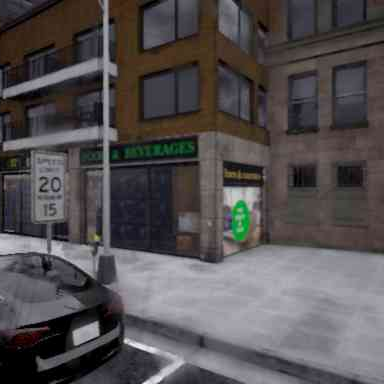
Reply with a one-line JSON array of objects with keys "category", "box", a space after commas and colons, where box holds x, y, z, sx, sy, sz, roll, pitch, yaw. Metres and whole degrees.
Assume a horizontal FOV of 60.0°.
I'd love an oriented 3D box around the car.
[{"category": "car", "box": [-2.852, 1.553, 4.753, 4.313, 1.339, 1.947, 0, 0, 34]}]
